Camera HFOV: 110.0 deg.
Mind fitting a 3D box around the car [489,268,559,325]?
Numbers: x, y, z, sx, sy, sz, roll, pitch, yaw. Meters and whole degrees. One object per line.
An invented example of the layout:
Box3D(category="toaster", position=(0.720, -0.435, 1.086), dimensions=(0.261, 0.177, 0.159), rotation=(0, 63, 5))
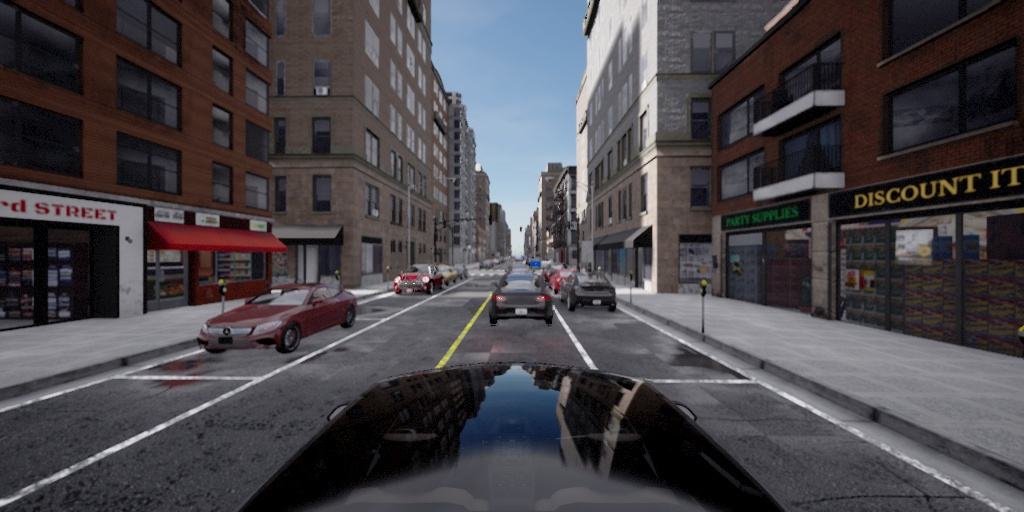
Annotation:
Box3D(category="car", position=(0.286, 1.277, 11.661), dimensions=(1.812, 1.442, 4.674), rotation=(0, 0, 1))

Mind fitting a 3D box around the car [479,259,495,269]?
Box3D(category="car", position=(-4.263, 1.307, 57.888), dimensions=(2.007, 1.370, 4.403), rotation=(0, 0, 1))

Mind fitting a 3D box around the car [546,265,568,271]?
Box3D(category="car", position=(2.981, 1.335, 19.621), dimensions=(1.802, 1.307, 4.207), rotation=(0, 0, 1))

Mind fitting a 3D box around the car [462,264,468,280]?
Box3D(category="car", position=(-4.817, 1.305, 30.812), dimensions=(2.007, 1.370, 4.403), rotation=(0, 0, 1))

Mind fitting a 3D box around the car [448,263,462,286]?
Box3D(category="car", position=(-4.933, 1.279, 25.125), dimensions=(1.751, 1.417, 4.829), rotation=(0, 0, 1))

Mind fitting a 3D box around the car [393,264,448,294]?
Box3D(category="car", position=(-5.043, 1.192, 19.778), dimensions=(1.967, 1.591, 4.097), rotation=(0, 0, 1))

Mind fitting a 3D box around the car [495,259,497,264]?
Box3D(category="car", position=(-4.146, 1.302, 63.568), dimensions=(1.888, 1.381, 4.507), rotation=(0, 0, 1))

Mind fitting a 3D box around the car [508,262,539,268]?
Box3D(category="car", position=(0.490, 1.279, 21.787), dimensions=(1.812, 1.442, 4.674), rotation=(0, 0, 1))

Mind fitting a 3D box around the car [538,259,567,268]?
Box3D(category="car", position=(3.094, 1.193, 25.139), dimensions=(1.967, 1.591, 4.097), rotation=(0, 0, 1))

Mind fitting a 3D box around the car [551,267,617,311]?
Box3D(category="car", position=(2.868, 1.302, 14.103), dimensions=(2.007, 1.370, 4.403), rotation=(0, 0, 1))

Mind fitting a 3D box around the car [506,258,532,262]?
Box3D(category="car", position=(0.589, 1.211, 31.580), dimensions=(1.801, 1.575, 5.366), rotation=(0, 0, 1))

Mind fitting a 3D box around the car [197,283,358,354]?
Box3D(category="car", position=(-5.269, 1.333, 8.743), dimensions=(1.802, 1.307, 4.207), rotation=(0, 0, 1))

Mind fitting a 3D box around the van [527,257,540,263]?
Box3D(category="van", position=(3.761, 1.098, 57.733), dimensions=(1.690, 1.789, 3.998), rotation=(0, 0, 1))
